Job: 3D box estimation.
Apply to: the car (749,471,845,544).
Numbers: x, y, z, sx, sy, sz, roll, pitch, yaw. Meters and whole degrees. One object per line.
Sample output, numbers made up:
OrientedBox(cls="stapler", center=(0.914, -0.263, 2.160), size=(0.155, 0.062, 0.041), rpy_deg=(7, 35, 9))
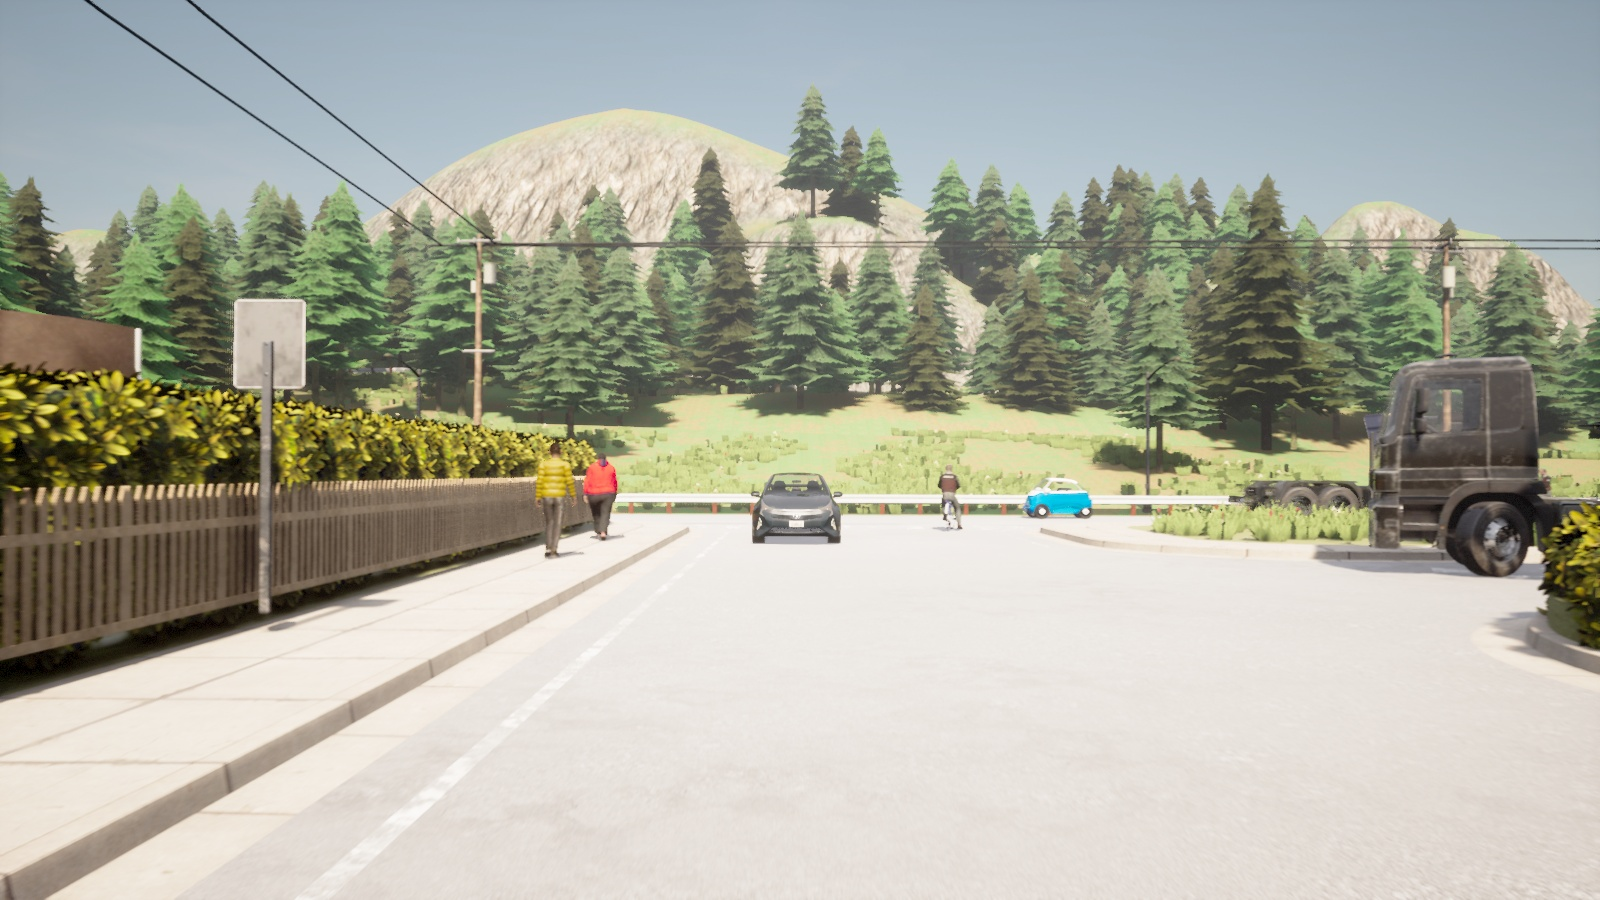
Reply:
OrientedBox(cls="car", center=(-0.068, 1.238, 28.389), size=(2.007, 1.525, 4.514), rpy_deg=(0, -1, 0))

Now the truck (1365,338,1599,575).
OrientedBox(cls="truck", center=(13.116, 0.105, 19.356), size=(7.936, 3.462, 2.891), rpy_deg=(-1, -1, 23))

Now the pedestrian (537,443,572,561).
OrientedBox(cls="pedestrian", center=(-3.911, 0.821, 20.033), size=(0.431, 1.840, 0.709), rpy_deg=(0, -1, 0))

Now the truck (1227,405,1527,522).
OrientedBox(cls="truck", center=(17.724, 0.415, 38.957), size=(7.936, 3.462, 2.891), rpy_deg=(0, -1, 0))

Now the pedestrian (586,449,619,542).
OrientedBox(cls="pedestrian", center=(-4.000, 0.913, 25.447), size=(0.634, 1.844, 0.899), rpy_deg=(0, -1, -9))

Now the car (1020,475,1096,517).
OrientedBox(cls="car", center=(8.697, 1.546, 42.414), size=(2.207, 1.376, 1.481), rpy_deg=(0, -1, -2))

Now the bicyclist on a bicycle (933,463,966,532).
OrientedBox(cls="bicyclist on a bicycle", center=(3.984, 1.228, 33.350), size=(0.659, 1.776, 1.843), rpy_deg=(0, -1, 13))
